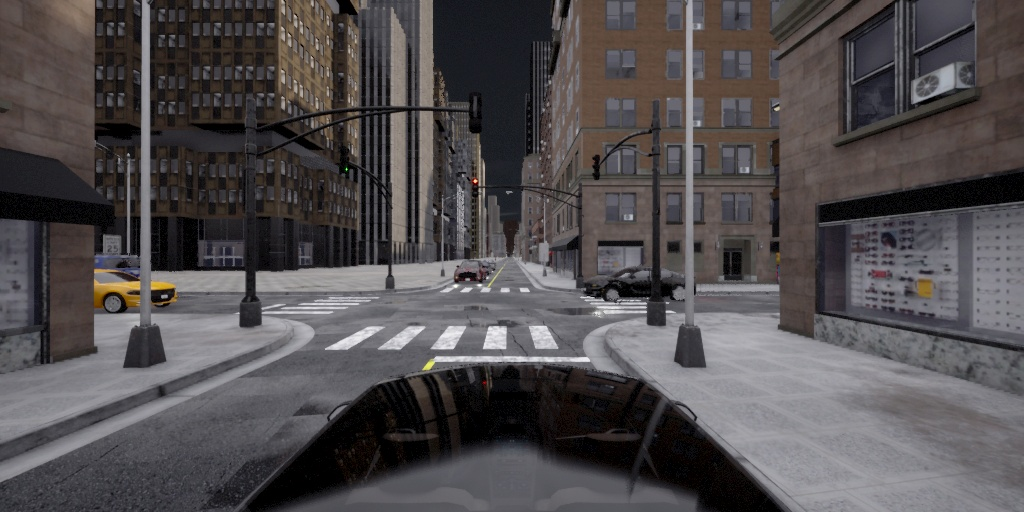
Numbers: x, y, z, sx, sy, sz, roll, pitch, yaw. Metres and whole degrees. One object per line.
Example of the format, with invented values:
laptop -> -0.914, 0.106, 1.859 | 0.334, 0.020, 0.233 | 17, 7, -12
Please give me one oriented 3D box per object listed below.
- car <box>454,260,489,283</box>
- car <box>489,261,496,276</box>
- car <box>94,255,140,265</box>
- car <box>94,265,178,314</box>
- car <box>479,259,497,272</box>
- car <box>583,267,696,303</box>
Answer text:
car -> -3.156, 1.103, 27.828 | 2.097, 1.767, 4.553 | 0, 0, 0
car -> -3.171, 1.299, 38.087 | 2.033, 1.411, 5.357 | 0, 0, 0
car -> -20.081, 0.983, 16.419 | 5.566, 2.045, 2.150 | 0, 0, -1
car -> -15.368, 1.232, 13.261 | 5.008, 1.535, 1.882 | 0, 0, 0
car -> -3.183, 1.243, 48.505 | 2.128, 1.511, 4.902 | 0, 0, 0
car -> 5.743, 1.229, 16.352 | 5.008, 1.535, 1.882 | 0, 0, -6
